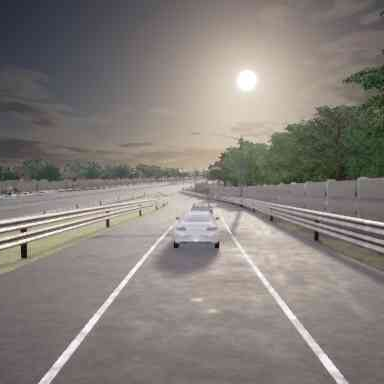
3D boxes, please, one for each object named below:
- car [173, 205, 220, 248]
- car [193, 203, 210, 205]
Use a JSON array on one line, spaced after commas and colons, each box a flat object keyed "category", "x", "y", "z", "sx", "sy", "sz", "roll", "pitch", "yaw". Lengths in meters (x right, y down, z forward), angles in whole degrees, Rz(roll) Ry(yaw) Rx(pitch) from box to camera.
[{"category": "car", "x": 0.223, "y": 1.522, "z": 14.557, "sx": 1.812, "sy": 1.442, "sz": 4.674, "roll": 0, "pitch": 0, "yaw": 2}, {"category": "car", "x": 0.897, "y": 1.598, "z": 29.529, "sx": 1.895, "sy": 1.301, "sz": 4.718, "roll": 0, "pitch": 0, "yaw": 3}]
